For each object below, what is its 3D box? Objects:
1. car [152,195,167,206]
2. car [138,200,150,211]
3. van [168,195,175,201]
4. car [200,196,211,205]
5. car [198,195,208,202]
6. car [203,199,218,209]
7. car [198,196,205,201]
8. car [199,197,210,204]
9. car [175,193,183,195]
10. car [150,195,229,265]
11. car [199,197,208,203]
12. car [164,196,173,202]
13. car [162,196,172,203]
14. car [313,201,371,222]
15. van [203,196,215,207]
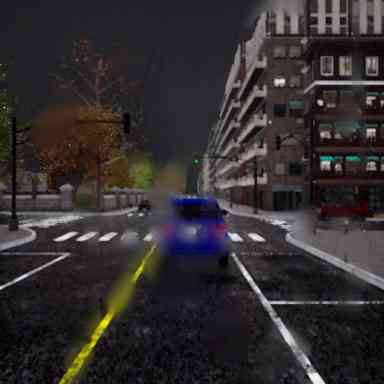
[{"bbox_3d":[-5.732,1.485,59.169,2.192,1.841,5.009,0,0,0],"label":"car"},{"bbox_3d":[-5.719,1.678,42.277,1.947,1.339,4.313,0,0,0],"label":"car"},{"bbox_3d":[-5.758,1.650,92.950,1.690,1.788,3.998,0,0,0],"label":"van"},{"bbox_3d":[2.644,1.632,64.805,1.967,1.590,4.097,0,0,0],"label":"car"},{"bbox_3d":[2.632,1.574,81.696,2.192,1.841,5.009,0,0,0],"label":"car"},{"bbox_3d":[2.657,1.676,47.914,1.887,1.381,4.507,0,0,0],"label":"car"},{"bbox_3d":[2.621,1.854,92.955,1.887,1.381,4.507,0,0,0],"label":"car"},{"bbox_3d":[2.639,1.764,70.435,2.008,1.369,4.403,0,0,0],"label":"car"},{"bbox_3d":[-3.057,1.172,75.978,2.150,2.045,5.566,0,0,0],"label":"car"},{"bbox_3d":[0.123,1.247,11.969,2.150,2.045,5.566,0,0,3],"label":"car"},{"bbox_3d":[2.635,1.781,76.065,1.887,1.381,4.507,0,0,0],"label":"car"},{"bbox_3d":[-5.749,1.699,81.689,1.967,1.590,4.097,0,0,0],"label":"car"},{"bbox_3d":[-5.745,1.676,76.060,1.967,1.590,4.097,0,0,0],"label":"car"},{"bbox_3d":[13.444,1.674,29.970,5.009,1.841,2.192,1,-1,-1],"label":"car"},{"bbox_3d":[2.653,1.491,53.545,1.690,1.788,3.998,0,0,0],"label":"van"}]
